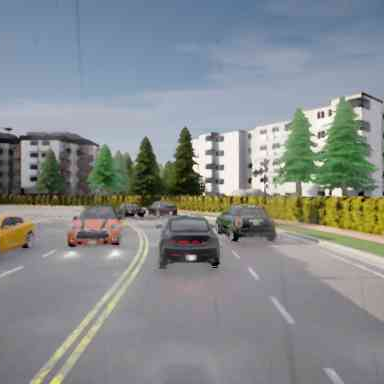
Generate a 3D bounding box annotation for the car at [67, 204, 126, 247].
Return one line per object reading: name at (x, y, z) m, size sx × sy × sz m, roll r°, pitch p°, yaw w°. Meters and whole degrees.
car at (-4.355, 1.457, 15.577) m, size 2.097 × 1.767 × 4.553 m, roll 0°, pitch 0°, yaw -9°

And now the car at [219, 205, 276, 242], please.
car at (2.618, 1.468, 17.300) m, size 2.097 × 1.767 × 4.553 m, roll 0°, pitch 0°, yaw -8°

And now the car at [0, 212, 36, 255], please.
car at (-7.436, 1.560, 12.162) m, size 1.882 × 1.535 × 5.008 m, roll 0°, pitch 0°, yaw -5°

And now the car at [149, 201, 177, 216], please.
car at (-3.134, 1.730, 33.583) m, size 1.837 × 1.490 × 4.892 m, roll 1°, pitch -1°, yaw -29°

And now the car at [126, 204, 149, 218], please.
car at (-6.152, 1.815, 32.029) m, size 1.895 × 1.301 × 4.718 m, roll 0°, pitch 0°, yaw -29°

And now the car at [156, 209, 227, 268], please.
car at (-0.193, 1.584, 11.671) m, size 1.837 × 1.490 × 4.892 m, roll 0°, pitch 0°, yaw -4°
